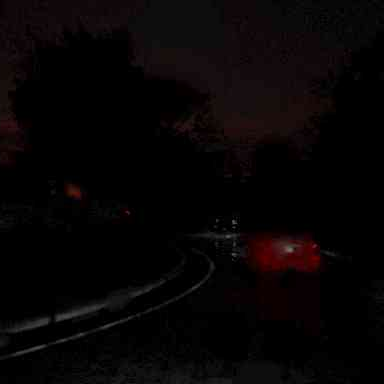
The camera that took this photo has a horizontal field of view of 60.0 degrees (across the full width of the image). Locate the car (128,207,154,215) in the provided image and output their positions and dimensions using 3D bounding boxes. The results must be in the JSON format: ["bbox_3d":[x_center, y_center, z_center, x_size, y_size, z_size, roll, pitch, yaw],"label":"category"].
[{"bbox_3d":[-10.391,3.837,67.882,4.792,1.488,2.163,2,-1,-21],"label":"car"}]

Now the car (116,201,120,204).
[{"bbox_3d":[-15.285,3.736,80.868,4.553,1.767,2.185,2,-1,-21],"label":"car"}]

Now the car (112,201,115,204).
[{"bbox_3d":[-18.264,3.936,88.644,4.674,1.452,2.002,2,-1,-21],"label":"car"}]

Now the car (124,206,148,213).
[{"bbox_3d":[-12.352,3.858,73.076,4.792,1.488,2.163,2,-1,-21],"label":"car"}]

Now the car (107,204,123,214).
[{"bbox_3d":[-15.407,3.693,66.691,1.994,1.385,4.181,2,-1,-21],"label":"car"}]

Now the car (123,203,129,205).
[{"bbox_3d":[-11.573,3.807,70.405,5.366,1.575,1.946,2,-1,-21],"label":"car"}]

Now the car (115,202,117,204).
[{"bbox_3d":[-16.302,3.912,83.450,4.674,1.452,2.002,2,-1,-21],"label":"car"}]

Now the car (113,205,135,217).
[{"bbox_3d":[-11.816,3.539,57.180,1.837,1.490,4.892,3,-2,-24],"label":"car"}]

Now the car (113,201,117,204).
[{"bbox_3d":[-17.284,3.884,86.046,5.008,1.535,2.097,2,-1,-21],"label":"car"}]

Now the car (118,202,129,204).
[{"bbox_3d":[-14.333,3.849,78.260,5.008,1.535,2.097,2,-1,-21],"label":"car"}]

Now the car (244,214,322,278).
[{"bbox_3d":[3.174,1.861,12.189,2.097,1.767,4.553,0,-2,7],"label":"car"}]

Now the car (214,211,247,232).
[{"bbox_3d":[3.658,2.499,29.012,2.097,1.767,4.553,-1,-2,28],"label":"car"}]

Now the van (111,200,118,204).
[{"bbox_3d":[-19.124,3.687,91.287,4.442,1.987,1.878,2,-1,-21],"label":"van"}]

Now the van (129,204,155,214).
[{"bbox_3d":[-9.541,3.566,65.239,4.442,1.987,1.878,2,-1,-21],"label":"van"}]

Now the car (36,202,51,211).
[{"bbox_3d":[-29.977,3.069,66.317,2.033,1.411,5.357,2,-2,-21],"label":"car"}]
